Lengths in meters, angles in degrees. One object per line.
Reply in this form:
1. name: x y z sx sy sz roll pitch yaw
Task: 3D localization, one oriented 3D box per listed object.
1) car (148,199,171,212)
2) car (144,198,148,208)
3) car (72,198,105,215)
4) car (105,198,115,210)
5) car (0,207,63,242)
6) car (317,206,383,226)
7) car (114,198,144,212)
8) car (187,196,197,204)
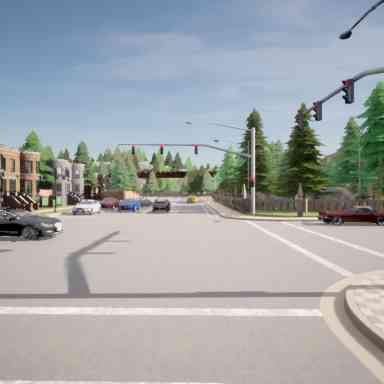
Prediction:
1. car: -3.459 1.491 38.479 2.128 1.511 4.902 0 0 0
2. car: -7.150 1.564 48.295 1.994 1.385 4.181 0 0 0
3. car: -10.655 1.526 33.968 1.812 1.442 4.674 0 0 0
4. car: -10.662 1.477 43.021 1.882 1.535 5.008 0 0 0
5. car: -8.740 1.491 15.890 4.902 1.511 2.128 0 0 1
6. car: 11.149 1.601 22.840 4.718 1.301 1.895 0 0 2
7. car: -7.161 1.477 38.307 1.882 1.535 5.008 0 0 0
8. car: -0.012 1.477 64.859 1.882 1.535 5.008 0 0 0
